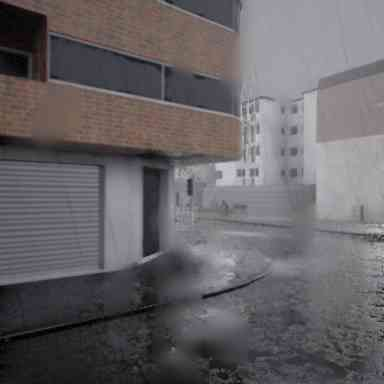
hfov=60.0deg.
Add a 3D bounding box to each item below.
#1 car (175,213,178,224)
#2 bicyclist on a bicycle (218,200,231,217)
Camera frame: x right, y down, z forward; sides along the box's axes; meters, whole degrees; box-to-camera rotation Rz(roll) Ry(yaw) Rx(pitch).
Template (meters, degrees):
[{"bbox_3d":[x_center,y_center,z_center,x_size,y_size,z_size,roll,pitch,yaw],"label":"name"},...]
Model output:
[{"bbox_3d":[-2.799,1.699,25.375,1.994,1.385,4.181,1,0,-36],"label":"car"},{"bbox_3d":[3.075,1.575,31.603,1.656,1.620,0.582,0,0,-36],"label":"bicyclist on a bicycle"}]
